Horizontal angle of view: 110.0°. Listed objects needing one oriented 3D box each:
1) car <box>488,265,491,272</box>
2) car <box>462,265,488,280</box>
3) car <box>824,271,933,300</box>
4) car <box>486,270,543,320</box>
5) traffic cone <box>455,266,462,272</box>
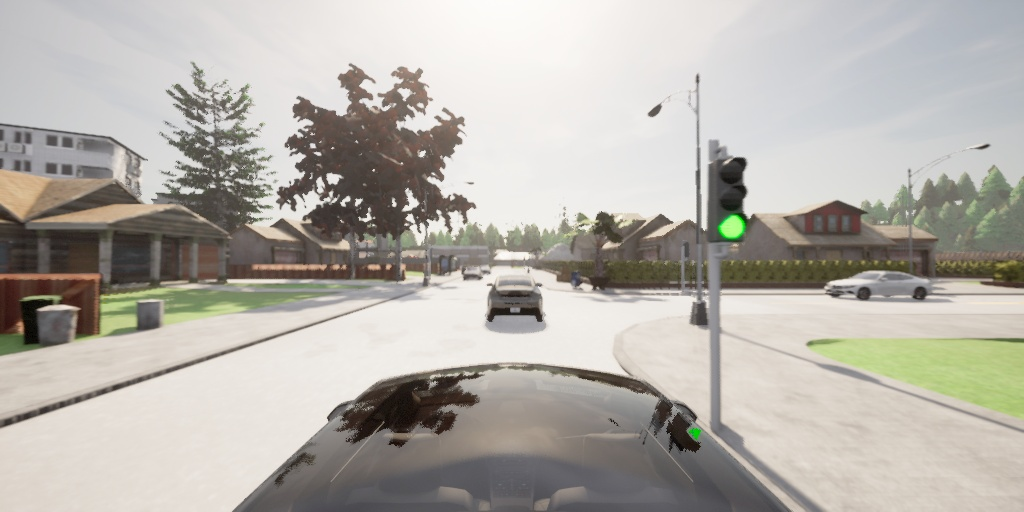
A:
[{"bbox_3d":[-4.056,2.039,53.390,2.033,1.411,5.357,0,-1,0],"label":"car"},{"bbox_3d":[-4.088,1.825,38.483,2.033,1.411,5.357,0,-1,0],"label":"car"},{"bbox_3d":[19.249,1.522,18.904,4.674,1.442,1.812,0,-1,0],"label":"car"},{"bbox_3d":[0.100,1.423,13.361,1.837,1.490,4.892,0,0,0],"label":"car"},{"bbox_3d":[-9.661,2.494,64.157,0.344,0.586,0.344,0,0,0],"label":"traffic cone"}]
